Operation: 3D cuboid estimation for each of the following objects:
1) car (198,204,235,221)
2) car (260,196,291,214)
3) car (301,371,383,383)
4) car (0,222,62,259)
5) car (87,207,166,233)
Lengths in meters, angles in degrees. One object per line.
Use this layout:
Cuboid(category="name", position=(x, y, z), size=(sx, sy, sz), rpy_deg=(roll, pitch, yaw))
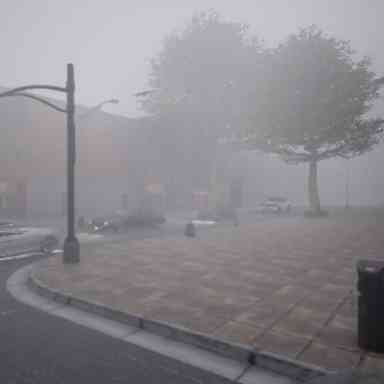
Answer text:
Cuboid(category="car", position=(2.311, 1.783, 29.789), size=(1.994, 1.385, 4.181), rpy_deg=(0, -1, 36))
Cuboid(category="car", position=(10.426, 1.553, 41.013), size=(2.150, 2.045, 5.566), rpy_deg=(0, 0, 36))
Cuboid(category="car", position=(2.345, 1.547, 1.141), size=(4.403, 1.369, 2.008), rpy_deg=(0, 0, 35))
Cuboid(category="car", position=(-6.678, 1.659, 11.289), size=(1.895, 1.301, 4.718), rpy_deg=(0, -1, 18))
Cuboid(category="car", position=(-3.923, 1.690, 21.176), size=(2.033, 1.411, 5.357), rpy_deg=(0, -1, 36))
